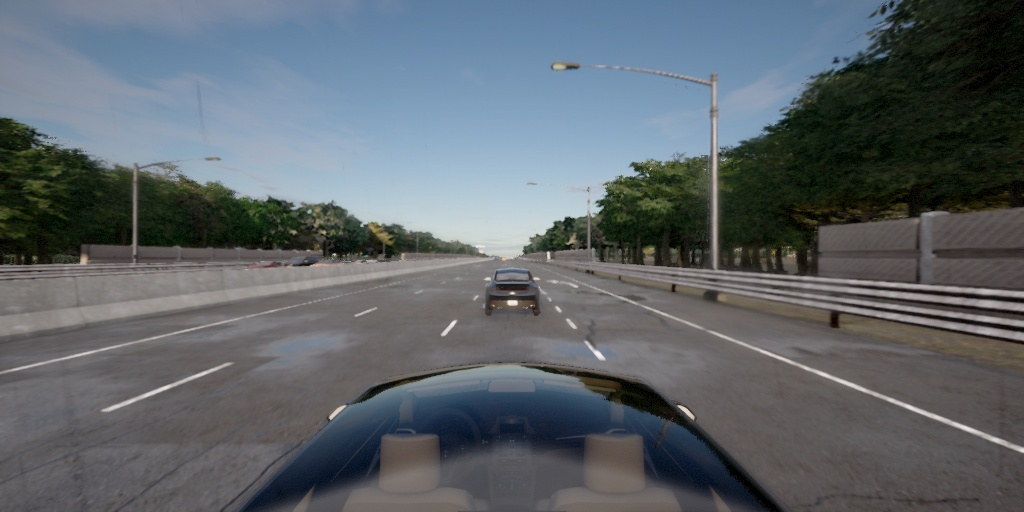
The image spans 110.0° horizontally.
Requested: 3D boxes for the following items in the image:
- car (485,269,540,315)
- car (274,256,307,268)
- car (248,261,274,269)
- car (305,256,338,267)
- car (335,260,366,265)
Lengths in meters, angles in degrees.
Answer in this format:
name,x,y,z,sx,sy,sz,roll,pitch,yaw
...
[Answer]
name,x,y,z,sx,sy,sz,roll,pitch,yaw
car,0.018,1.218,13.728,1.837,1.490,4.892,0,0,0
car,-24.554,1.060,41.779,2.150,2.045,5.566,0,0,0
car,-28.053,1.312,41.336,1.882,1.535,5.008,0,0,0
car,-21.063,1.187,41.003,2.097,1.767,4.553,0,0,0
car,-17.570,1.434,40.496,1.895,1.301,4.718,0,0,0
